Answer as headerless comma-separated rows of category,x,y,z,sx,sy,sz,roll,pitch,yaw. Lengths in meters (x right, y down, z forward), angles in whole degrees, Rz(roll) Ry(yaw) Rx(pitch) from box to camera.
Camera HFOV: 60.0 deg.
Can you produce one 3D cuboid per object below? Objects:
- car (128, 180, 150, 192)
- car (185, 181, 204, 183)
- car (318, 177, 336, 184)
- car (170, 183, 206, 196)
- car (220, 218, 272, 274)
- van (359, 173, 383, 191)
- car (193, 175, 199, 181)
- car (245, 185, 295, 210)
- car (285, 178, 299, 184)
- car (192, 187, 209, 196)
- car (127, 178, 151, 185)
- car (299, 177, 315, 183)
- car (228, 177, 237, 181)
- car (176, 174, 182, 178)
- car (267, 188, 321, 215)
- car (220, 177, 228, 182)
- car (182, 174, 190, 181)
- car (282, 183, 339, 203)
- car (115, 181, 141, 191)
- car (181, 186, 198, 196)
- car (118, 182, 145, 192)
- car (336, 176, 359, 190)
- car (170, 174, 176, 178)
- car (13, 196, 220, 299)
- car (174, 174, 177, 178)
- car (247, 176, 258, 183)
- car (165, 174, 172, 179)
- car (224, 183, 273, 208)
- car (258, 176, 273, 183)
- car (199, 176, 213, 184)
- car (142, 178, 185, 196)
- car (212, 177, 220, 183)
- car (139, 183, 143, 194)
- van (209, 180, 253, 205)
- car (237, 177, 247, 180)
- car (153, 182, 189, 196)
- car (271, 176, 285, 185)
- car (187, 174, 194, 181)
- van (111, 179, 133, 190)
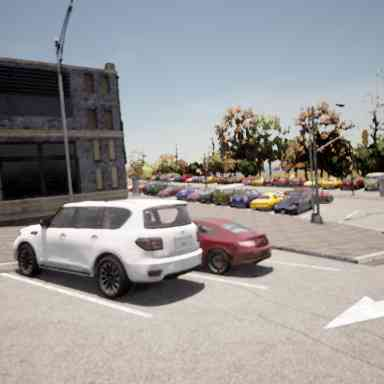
car,-8.345,-0.670,59.518,2.097,1.535,5.008,1,7,44
car,-0.515,-0.634,54.472,1.895,1.301,4.718,-6,5,-27
car,19.527,-1.280,45.774,1.946,1.575,5.366,1,5,41
car,-0.114,0.159,43.393,2.002,1.452,4.674,0,6,42
car,0.138,1.511,10.375,4.674,1.452,2.002,-1,0,35
van,22.220,-1.236,40.370,1.878,1.987,4.442,1,6,41
car,3.266,-2.955,77.242,4.553,1.767,2.185,-7,6,-45
car,7.303,0.705,30.323,1.946,1.575,5.366,0,6,40
car,16.565,-1.466,50.829,2.002,1.452,4.674,1,5,42
car,2.752,0.370,38.077,2.231,1.521,4.892,0,6,41
car,-10.955,-1.072,64.959,2.185,1.767,4.553,1,7,44
car,17.860,-1.369,48.086,1.946,1.575,5.366,1,6,42
car,9.731,-2.149,63.946,2.097,1.535,5.008,1,6,44
car,-0.424,-3.511,85.358,5.566,2.045,2.435,-7,6,-44
car,8.515,0.898,27.518,2.163,1.488,4.792,0,7,40
car,8.403,-2.251,66.573,2.163,1.488,4.792,2,6,44
car,0.676,-3.102,82.522,5.366,1.575,1.946,-7,6,-44
car,11.343,0.295,32.526,1.882,1.535,5.008,-6,6,-29
car,-13.536,-1.226,70.418,2.097,1.535,5.008,0,7,45
car,1.322,0.283,40.734,2.002,1.452,4.674,1,7,41
car,-12.243,-1.085,67.693,2.231,1.521,4.892,1,7,45
car,20.817,-1.262,43.017,2.185,1.767,4.553,1,5,41
car,-2.863,-3.519,90.795,4.792,1.488,2.163,-7,6,-44
car,-2.365,1.228,8.659,5.566,2.045,2.435,-1,0,35
car,-1.673,-3.370,88.041,4.792,1.488,2.163,-7,6,-44
car,12.546,-1.907,58.813,1.946,1.575,5.366,1,6,43
car,-4.241,-3.675,93.346,5.366,1.575,1.946,-7,6,-44
car,5.662,0.490,32.772,2.185,1.767,4.553,0,6,40
car,13.758,-1.881,56.020,2.185,1.767,4.553,1,6,43
car,4.547,-2.692,74.588,2.097,1.535,5.008,1,6,45
car,-4.309,-0.521,51.420,2.435,2.045,5.566,0,7,43
car,7.138,-2.392,69.284,2.163,1.488,4.792,1,6,44
car,-5.677,-0.399,54.108,2.097,1.535,5.008,0,7,43
van,4.274,0.253,35.508,1.878,1.987,4.442,0,6,41
car,11.090,-2.145,61.318,2.185,1.767,4.553,2,6,43
car,-2.917,-0.098,48.735,2.002,1.452,4.674,1,7,42
car,15.167,-1.592,53.436,2.002,1.452,4.674,1,5,42
car,2.039,-2.972,79.959,4.892,1.521,2.231,-7,6,-44
van,-15.975,-1.751,75.957,4.442,1.987,1.878,-9,7,-44
